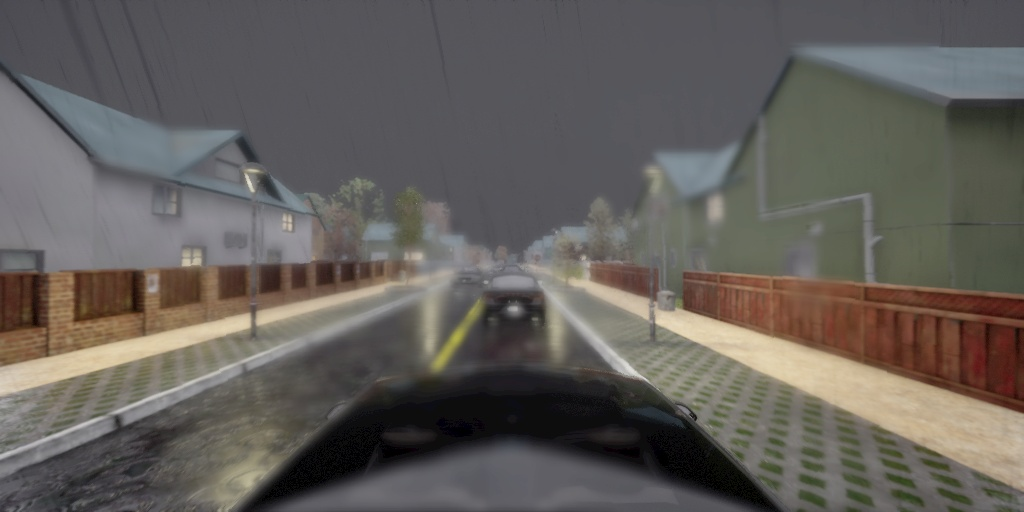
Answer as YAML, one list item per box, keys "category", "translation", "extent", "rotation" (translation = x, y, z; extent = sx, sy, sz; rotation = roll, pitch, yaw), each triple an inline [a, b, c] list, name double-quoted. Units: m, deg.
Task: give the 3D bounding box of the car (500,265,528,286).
- category: "car"
  translation: [0.123, 1.458, 27.701]
  extent: [1.994, 1.385, 4.181]
  rotation: [0, 0, 0]

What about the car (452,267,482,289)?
- category: "car"
  translation: [-2.812, 1.438, 24.477]
  extent: [1.994, 1.385, 4.181]
  rotation: [0, 0, 0]

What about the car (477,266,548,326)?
- category: "car"
  translation: [0.097, 1.279, 11.995]
  extent: [1.882, 1.535, 5.008]
  rotation: [0, 0, 0]
